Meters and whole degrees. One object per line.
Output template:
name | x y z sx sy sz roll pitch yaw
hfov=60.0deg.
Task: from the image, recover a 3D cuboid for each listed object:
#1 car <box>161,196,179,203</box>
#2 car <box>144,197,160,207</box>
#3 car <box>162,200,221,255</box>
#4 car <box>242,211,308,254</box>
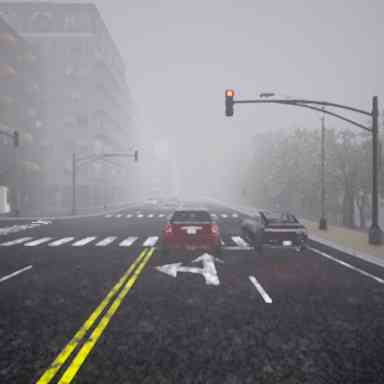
car | -3.588 1.744 55.041 1.895 1.301 4.718 0 0 0
car | -6.839 1.669 55.021 1.812 1.442 4.674 0 0 0
car | -0.007 1.384 13.592 2.097 1.767 4.553 0 0 0
car | 3.242 1.524 13.719 2.128 1.511 4.902 0 0 0
